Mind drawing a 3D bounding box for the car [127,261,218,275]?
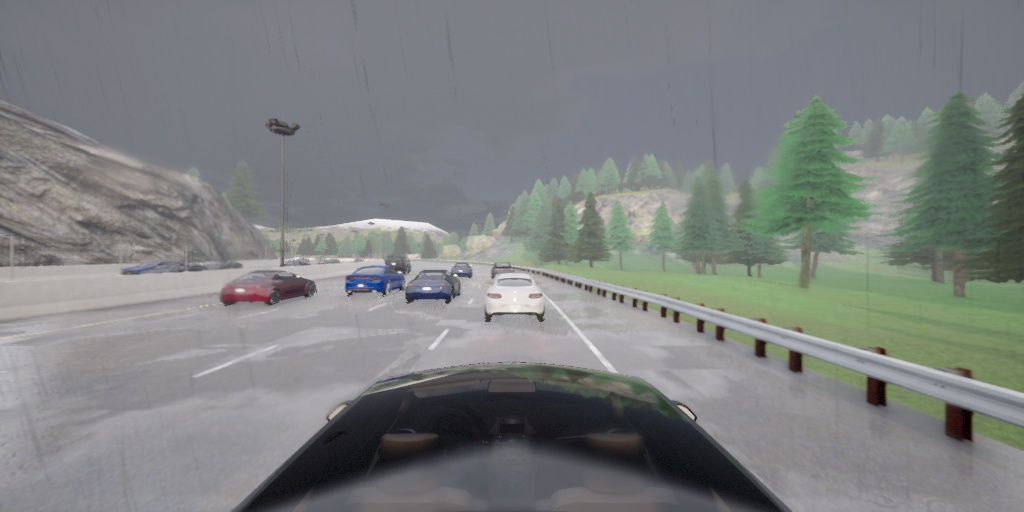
[{"bbox_3d":[-25.375,1.244,27.090,2.128,1.511,4.902,0,0,-5],"label":"car"}]

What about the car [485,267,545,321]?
[{"bbox_3d":[0.060,1.276,12.344,1.812,1.442,4.674,0,0,-1],"label":"car"}]

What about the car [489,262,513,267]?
[{"bbox_3d":[-0.864,1.243,30.143,2.128,1.511,4.902,0,0,-5],"label":"car"}]

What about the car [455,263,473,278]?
[{"bbox_3d":[-4.784,1.316,34.108,1.994,1.385,4.181,0,0,-6],"label":"car"}]

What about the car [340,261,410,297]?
[{"bbox_3d":[-7.141,1.229,19.164,1.882,1.535,5.008,0,0,-2],"label":"car"}]

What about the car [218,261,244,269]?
[{"bbox_3d":[-30.064,1.245,37.378,2.128,1.511,4.902,0,0,-8],"label":"car"}]

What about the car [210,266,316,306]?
[{"bbox_3d":[-10.526,1.315,15.840,1.994,1.385,4.181,0,0,-1],"label":"car"}]

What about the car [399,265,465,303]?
[{"bbox_3d":[-3.550,1.315,16.733,1.994,1.385,4.181,0,0,-2],"label":"car"}]

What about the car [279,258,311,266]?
[{"bbox_3d":[-23.042,1.245,37.716,2.128,1.511,4.902,0,0,-8],"label":"car"}]

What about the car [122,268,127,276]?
[{"bbox_3d":[-33.031,1.231,33.164,1.882,1.535,5.008,0,0,-7],"label":"car"}]

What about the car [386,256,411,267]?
[{"bbox_3d":[-12.449,0.974,39.199,2.150,2.045,5.566,0,0,-8],"label":"car"}]
